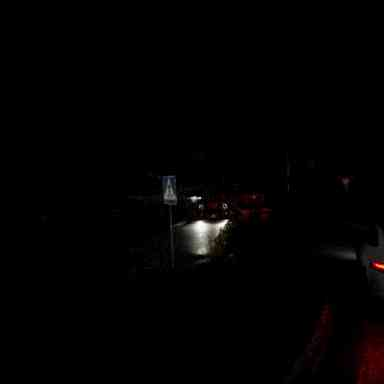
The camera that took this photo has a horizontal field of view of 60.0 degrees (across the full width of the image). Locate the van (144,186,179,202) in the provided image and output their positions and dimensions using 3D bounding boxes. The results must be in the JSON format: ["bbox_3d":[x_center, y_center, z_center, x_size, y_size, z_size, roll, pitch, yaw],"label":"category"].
[{"bbox_3d":[-4.320,0.255,46.841,4.442,1.987,1.878,-4,2,-21],"label":"van"}]

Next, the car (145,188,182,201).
[{"bbox_3d":[-4.250,0.367,49.894,5.008,1.535,2.097,-4,2,-21],"label":"car"}]

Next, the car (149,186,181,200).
[{"bbox_3d":[-4.353,0.139,52.890,4.553,1.767,2.185,-4,2,-21],"label":"car"}]

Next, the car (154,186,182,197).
[{"bbox_3d":[-4.448,-0.178,61.902,4.553,1.767,2.185,-4,2,-21],"label":"car"}]

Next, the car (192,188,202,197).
[{"bbox_3d":[0.955,0.016,54.610,2.033,1.411,5.357,-3,2,-1],"label":"car"}]

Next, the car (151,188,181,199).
[{"bbox_3d":[-4.367,0.198,55.902,4.674,1.452,2.002,-4,2,-21],"label":"car"}]

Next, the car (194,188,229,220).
[{"bbox_3d":[1.462,0.901,23.831,2.097,1.767,4.553,-3,2,2],"label":"car"}]

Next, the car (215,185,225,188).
[{"bbox_3d":[4.988,-0.400,59.820,1.837,1.490,4.892,-3,3,-1],"label":"car"}]

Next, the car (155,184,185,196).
[{"bbox_3d":[-4.564,-0.508,67.908,5.566,2.045,2.435,-4,2,-21],"label":"car"}]

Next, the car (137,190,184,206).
[{"bbox_3d":[-3.905,0.666,40.960,5.366,1.575,1.946,-4,2,-21],"label":"car"}]

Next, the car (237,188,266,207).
[{"bbox_3d":[5.553,0.422,31.846,2.097,1.767,4.553,-3,2,0],"label":"car"}]

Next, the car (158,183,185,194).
[{"bbox_3d":[-4.729,-0.808,76.918,5.566,2.045,2.435,-4,2,-21],"label":"car"}]

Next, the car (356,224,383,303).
[{"bbox_3d":[4.821,1.413,7.471,1.812,1.442,4.674,-2,1,25],"label":"car"}]

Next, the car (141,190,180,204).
[{"bbox_3d":[-4.143,0.618,43.898,4.674,1.452,2.002,-4,2,-21],"label":"car"}]

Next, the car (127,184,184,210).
[{"bbox_3d":[-3.984,0.643,34.860,5.566,2.045,2.435,-4,2,-21],"label":"car"}]
